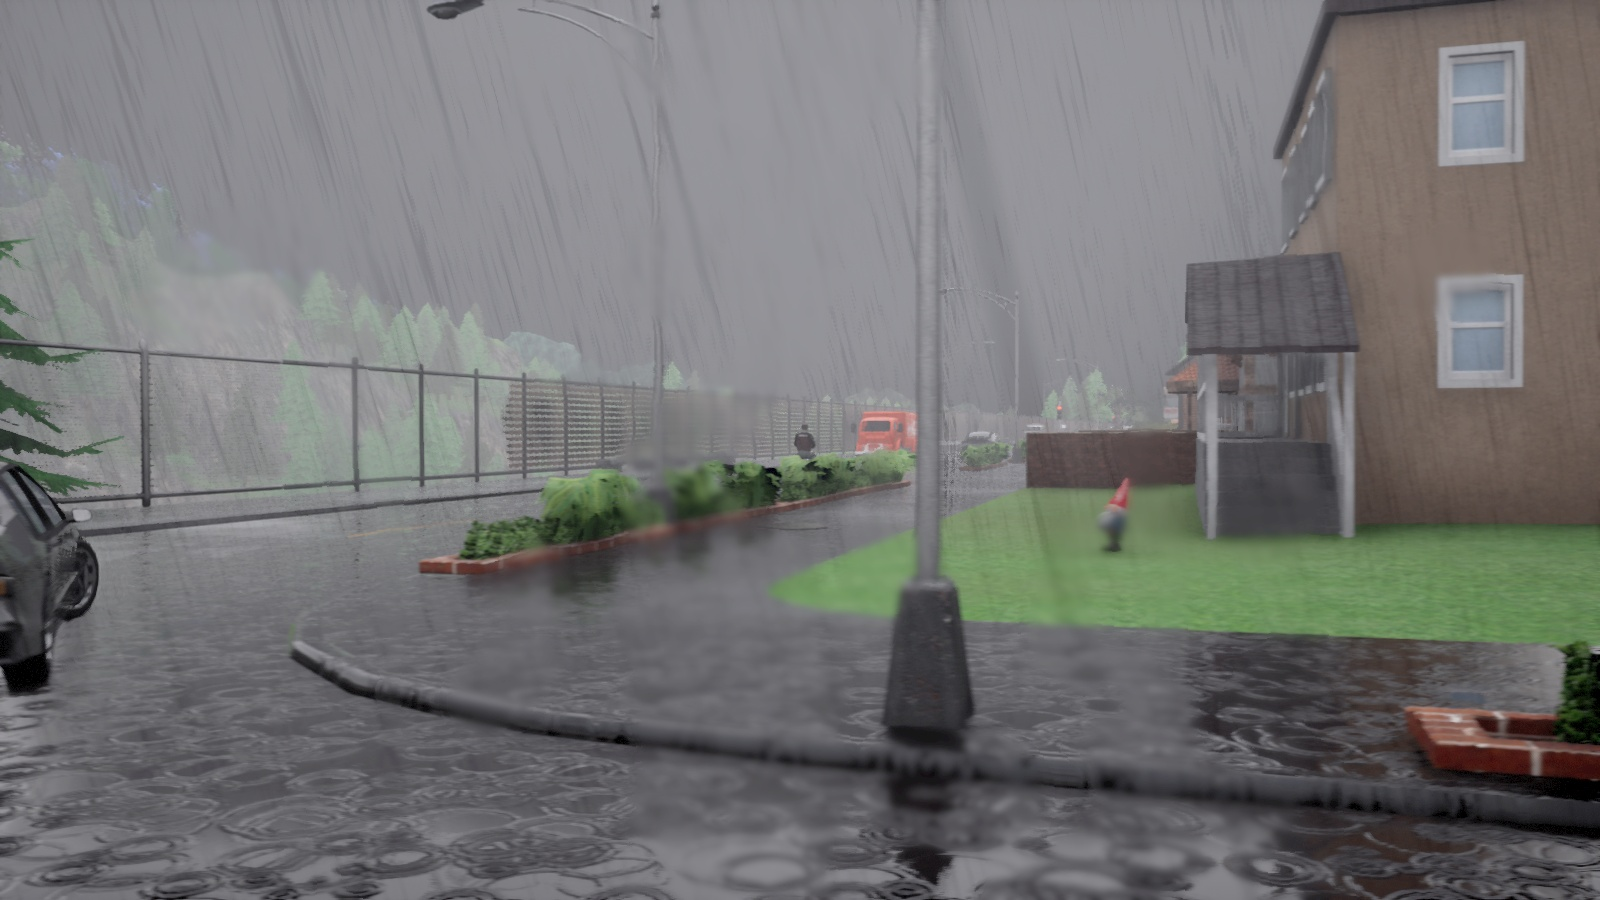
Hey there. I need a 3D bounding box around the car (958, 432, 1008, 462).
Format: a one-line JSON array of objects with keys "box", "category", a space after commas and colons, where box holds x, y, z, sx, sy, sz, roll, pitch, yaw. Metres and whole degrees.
[{"box": [9.568, -0.164, 65.386, 1.837, 1.490, 4.892, 0, 1, 17], "category": "car"}]

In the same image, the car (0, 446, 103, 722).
[{"box": [-6.185, 0.714, 8.775, 2.033, 1.411, 5.357, 0, 1, -26], "category": "car"}]

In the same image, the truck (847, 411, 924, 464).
[{"box": [4.268, -0.617, 61.692, 2.627, 2.467, 5.204, 0, 1, 17], "category": "truck"}]
